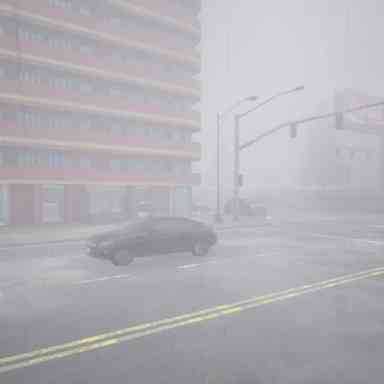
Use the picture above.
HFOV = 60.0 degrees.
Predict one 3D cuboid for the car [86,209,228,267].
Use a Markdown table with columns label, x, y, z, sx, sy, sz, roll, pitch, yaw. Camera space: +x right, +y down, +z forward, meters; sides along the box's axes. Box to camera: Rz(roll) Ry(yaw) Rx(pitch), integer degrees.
| label | x | y | z | sx | sy | sz | roll | pitch | yaw |
| --- | --- | --- | --- | --- | --- | --- | --- | --- | --- |
| car | -1.252 | 1.526 | 11.540 | 4.674 | 1.442 | 1.812 | 0 | 0 | -33 |

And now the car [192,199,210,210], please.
| label | x | y | z | sx | sy | sz | roll | pitch | yaw |
| --- | --- | --- | --- | --- | --- | --- | --- | --- | --- |
| car | 0.223 | 1.526 | 39.793 | 1.812 | 1.442 | 4.674 | 0 | 0 | -34 |

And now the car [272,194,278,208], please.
| label | x | y | z | sx | sy | sz | roll | pitch | yaw |
| --- | --- | --- | --- | --- | --- | --- | --- | --- | --- |
| car | 9.151 | 1.221 | 45.612 | 2.150 | 2.045 | 5.566 | 0 | 0 | -33 |

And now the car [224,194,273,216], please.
| label | x | y | z | sx | sy | sz | roll | pitch | yaw |
| --- | --- | --- | --- | --- | --- | --- | --- | --- | --- |
| car | 5.203 | 1.352 | 32.370 | 2.097 | 1.767 | 4.553 | 0 | 0 | -34 |
